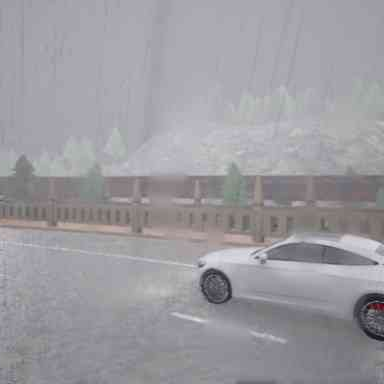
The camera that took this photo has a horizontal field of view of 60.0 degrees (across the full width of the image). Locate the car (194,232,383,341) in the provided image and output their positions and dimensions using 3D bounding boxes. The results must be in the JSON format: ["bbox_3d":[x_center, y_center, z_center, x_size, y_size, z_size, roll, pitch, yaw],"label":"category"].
[{"bbox_3d":[2.242,1.510,6.417,4.674,1.442,1.812,0,0,34],"label":"car"}]
